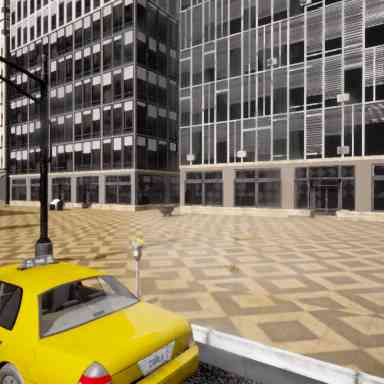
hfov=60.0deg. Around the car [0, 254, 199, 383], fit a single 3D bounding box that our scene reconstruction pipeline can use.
[{"bbox_3d":[-2.201,1.525,4.462,4.829,1.417,1.752,0,0,36],"label":"car"}]
